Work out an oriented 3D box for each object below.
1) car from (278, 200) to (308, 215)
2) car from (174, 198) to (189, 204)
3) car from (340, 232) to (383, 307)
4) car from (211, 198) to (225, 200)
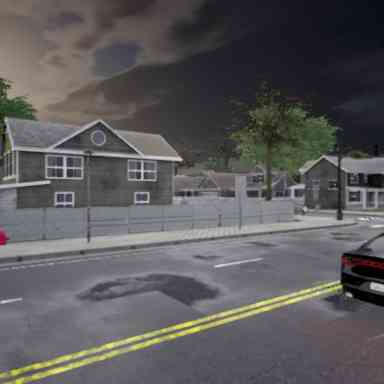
[{"bbox_3d":[9.603,1.560,34.238,2.128,1.511,4.902,0,0,-35],"label":"car"},{"bbox_3d":[-2.248,1.630,51.004,1.812,1.442,4.674,0,0,-35],"label":"car"},{"bbox_3d":[5.215,1.489,7.155,5.008,1.535,1.882,0,0,-35],"label":"car"},{"bbox_3d":[3.582,1.564,42.751,1.882,1.535,5.008,0,0,-35],"label":"car"}]
